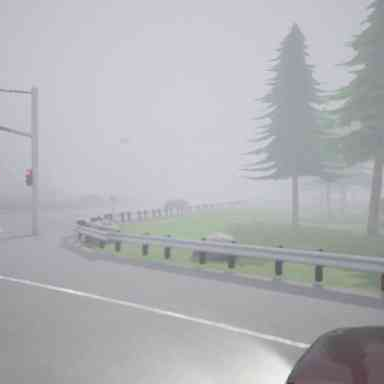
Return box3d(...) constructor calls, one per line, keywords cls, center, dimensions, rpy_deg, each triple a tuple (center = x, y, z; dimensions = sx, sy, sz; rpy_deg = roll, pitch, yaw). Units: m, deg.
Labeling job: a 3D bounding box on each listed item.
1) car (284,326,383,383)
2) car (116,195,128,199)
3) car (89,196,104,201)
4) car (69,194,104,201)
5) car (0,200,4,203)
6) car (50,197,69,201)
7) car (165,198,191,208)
box3d(cls="car", center=(2.615, 1.551, 1.915), dimensions=(4.181, 1.385, 1.994), rpy_deg=(0, 0, 37))
box3d(cls="car", center=(-14.981, 1.549, 68.647), dimensions=(2.097, 1.767, 4.553), rpy_deg=(0, 0, 15))
box3d(cls="car", center=(-23.387, 1.601, 81.729), dimensions=(1.895, 1.301, 4.718), rpy_deg=(0, 0, 7))
box3d(cls="car", center=(-18.468, 1.421, 58.757), dimensions=(2.150, 2.045, 5.566), rpy_deg=(0, -1, 24))
box3d(cls="car", center=(-32.647, 1.758, 53.097), dimensions=(2.128, 1.511, 4.902), rpy_deg=(0, 0, 25))
box3d(cls="car", center=(-26.515, 1.779, 66.902), dimensions=(1.812, 1.442, 4.674), rpy_deg=(0, 0, 22))
box3d(cls="car", center=(-1.865, 1.586, 44.274), dimensions=(1.837, 1.490, 4.892), rpy_deg=(0, 0, 25))
